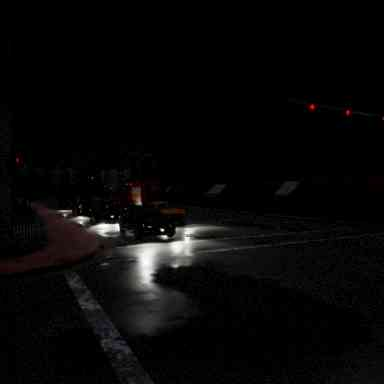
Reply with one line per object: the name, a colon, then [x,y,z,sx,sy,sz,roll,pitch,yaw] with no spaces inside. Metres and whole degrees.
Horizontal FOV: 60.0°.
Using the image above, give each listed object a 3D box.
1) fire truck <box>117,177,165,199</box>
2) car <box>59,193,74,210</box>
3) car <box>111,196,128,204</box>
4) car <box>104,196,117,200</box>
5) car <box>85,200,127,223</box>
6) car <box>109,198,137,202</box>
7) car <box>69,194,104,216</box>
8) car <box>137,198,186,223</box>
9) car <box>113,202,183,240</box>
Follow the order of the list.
fire truck: [-6.091,0.306,39.846,2.891,3.827,8.468,0,0,-27]
car: [-16.331,1.217,44.182,2.150,2.045,5.566,0,0,-27]
car: [-13.422,1.462,61.505,1.812,1.442,4.674,0,0,-27]
car: [-11.145,1.472,41.784,2.128,1.511,4.902,0,0,-27]
car: [-6.599,1.570,25.434,1.994,1.385,4.181,0,0,-28]
car: [-6.478,1.586,32.790,1.895,1.301,4.718,0,0,-27]
car: [-10.506,1.354,32.946,2.097,1.767,4.553,0,0,-27]
car: [-2.172,1.467,24.514,1.882,1.535,5.008,0,0,-27]
car: [-2.487,1.515,17.533,1.837,1.490,4.892,0,0,-27]
